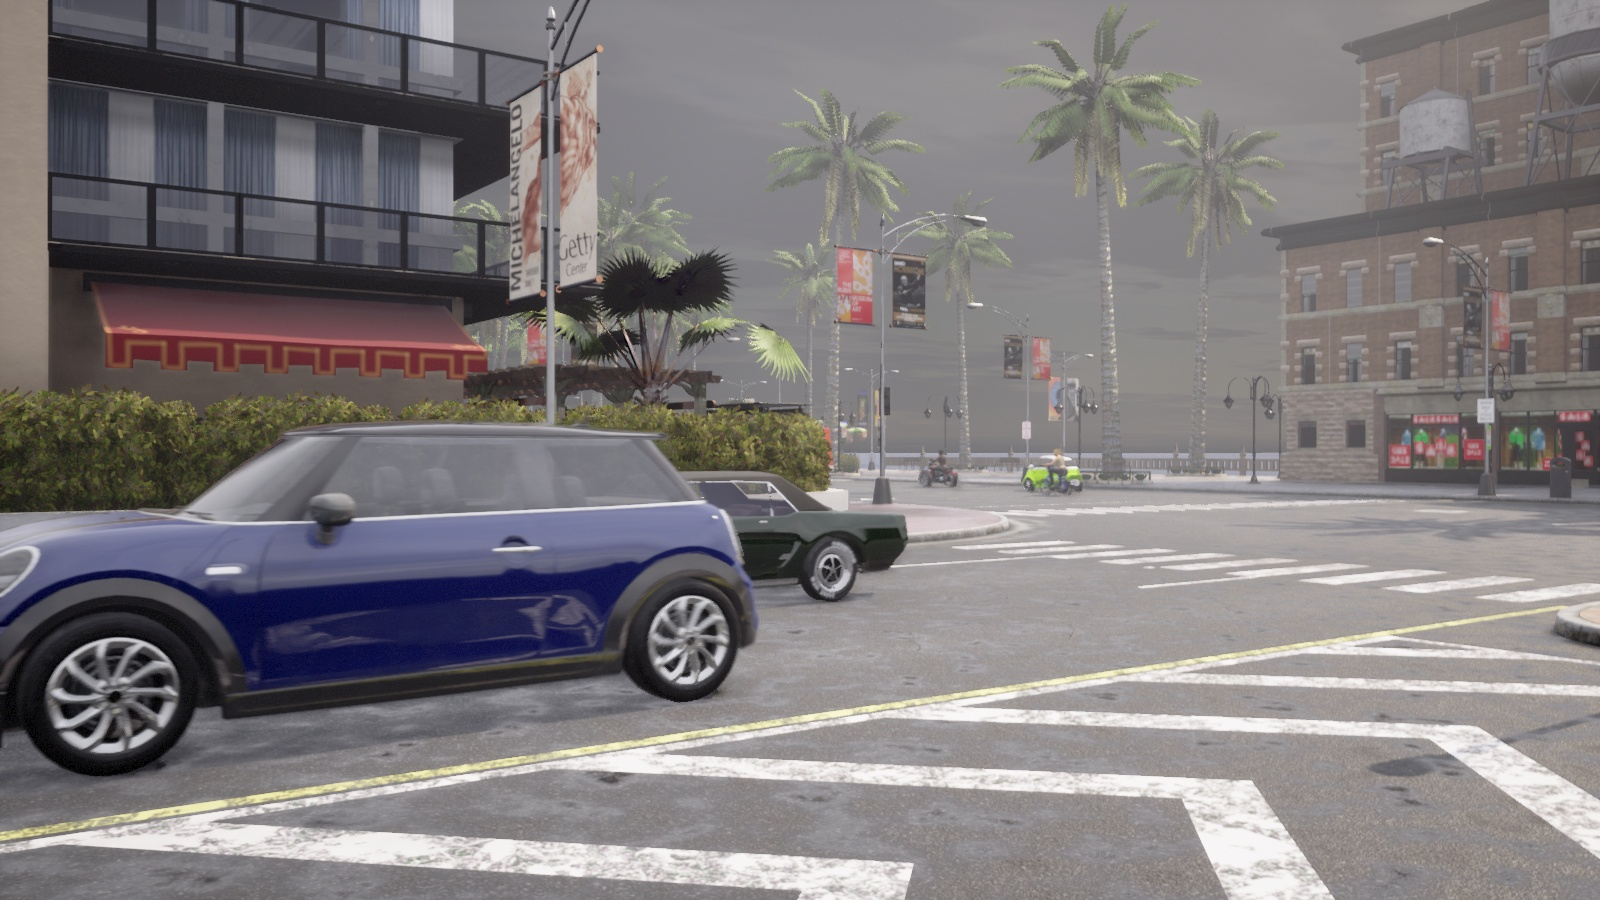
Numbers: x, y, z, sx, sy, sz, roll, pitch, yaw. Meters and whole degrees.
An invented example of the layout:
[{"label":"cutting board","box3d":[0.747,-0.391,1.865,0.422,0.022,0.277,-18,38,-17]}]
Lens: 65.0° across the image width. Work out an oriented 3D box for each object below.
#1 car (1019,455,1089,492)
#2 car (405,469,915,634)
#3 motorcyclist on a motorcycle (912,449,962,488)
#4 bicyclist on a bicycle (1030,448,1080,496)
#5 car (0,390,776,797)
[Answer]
[{"label":"car","box3d":[9.700,0.869,48.100,1.481,1.376,2.207,0,0,-34]},{"label":"car","box3d":[-1.278,0.874,12.515,4.718,1.301,1.895,0,0,-35]},{"label":"motorcyclist on a motorcycle","box3d":[5.863,0.786,53.787,0.766,1.649,2.350,0,-1,-35]},{"label":"bicyclist on a bicycle","box3d":[8.770,0.743,43.254,0.866,1.612,1.509,0,-1,-34]},{"label":"car","box3d":[-2.615,0.626,7.321,4.553,1.767,2.097,0,0,-35]}]
